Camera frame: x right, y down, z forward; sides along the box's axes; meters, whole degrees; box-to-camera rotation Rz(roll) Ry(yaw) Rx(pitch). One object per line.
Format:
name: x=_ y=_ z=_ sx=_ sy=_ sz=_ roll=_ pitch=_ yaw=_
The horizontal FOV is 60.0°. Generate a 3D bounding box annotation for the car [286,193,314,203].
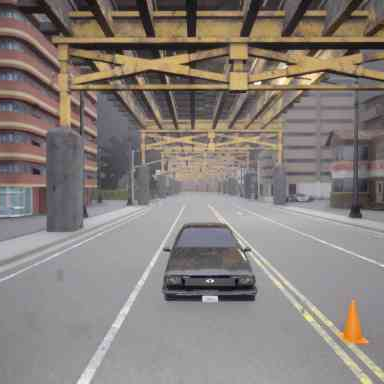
car: x=17.462 y=1.007 z=54.792 sx=4.974 sy=1.542 sz=2.038 roll=0 pitch=1 yaw=-20

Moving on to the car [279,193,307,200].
car: x=17.857 y=0.803 z=58.925 sx=4.536 sy=1.218 sz=1.853 roll=0 pitch=1 yaw=25

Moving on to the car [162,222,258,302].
car: x=0.361 y=1.534 z=8.677 sx=2.033 sy=1.411 sz=5.357 roll=0 pitch=0 yaw=1

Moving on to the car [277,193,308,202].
car: x=17.810 y=0.960 z=58.948 sx=4.974 sy=1.542 sz=2.038 roll=0 pitch=1 yaw=25

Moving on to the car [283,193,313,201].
car: x=17.511 y=0.849 z=54.808 sx=4.536 sy=1.218 sz=1.853 roll=0 pitch=1 yaw=-20

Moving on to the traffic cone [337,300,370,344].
traffic cone: x=2.453 y=1.949 z=5.070 sx=0.340 sy=0.580 sz=0.340 roll=0 pitch=0 yaw=0
